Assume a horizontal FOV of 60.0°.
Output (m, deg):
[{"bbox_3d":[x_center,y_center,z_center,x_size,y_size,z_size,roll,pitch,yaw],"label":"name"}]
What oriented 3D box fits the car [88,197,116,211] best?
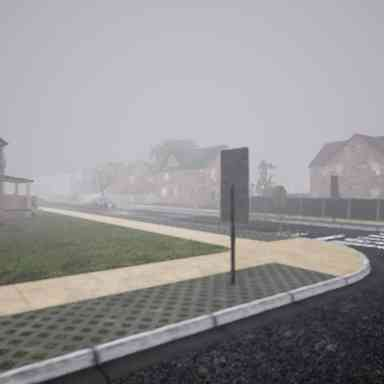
[{"bbox_3d":[-10.273,1.336,37.888,2.128,1.511,4.902,0,0,-36],"label":"car"}]
